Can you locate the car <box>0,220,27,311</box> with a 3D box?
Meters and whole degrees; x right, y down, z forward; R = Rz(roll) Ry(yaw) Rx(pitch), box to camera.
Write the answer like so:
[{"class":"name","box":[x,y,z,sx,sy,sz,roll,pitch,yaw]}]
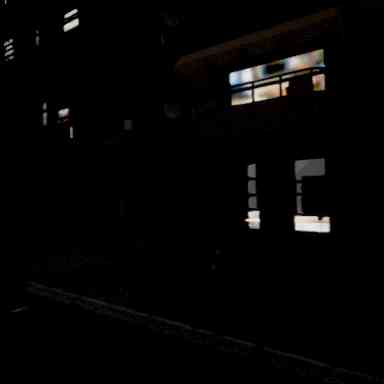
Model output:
[{"class":"car","box":[-5.337,1.402,6.696,5.009,1.841,2.192,-1,-1,36]}]
